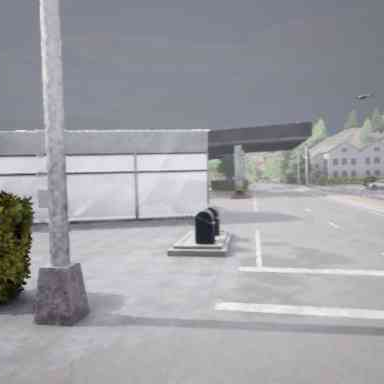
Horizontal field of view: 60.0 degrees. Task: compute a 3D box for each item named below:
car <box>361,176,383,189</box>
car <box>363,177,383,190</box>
[{"bbox_3d":[28.407,-1.447,51.206,3.866,1.878,1.905,-1,2,10],"label":"car"},{"bbox_3d":[27.229,-1.023,48.053,3.806,1.475,1.970,-1,2,10],"label":"car"}]
